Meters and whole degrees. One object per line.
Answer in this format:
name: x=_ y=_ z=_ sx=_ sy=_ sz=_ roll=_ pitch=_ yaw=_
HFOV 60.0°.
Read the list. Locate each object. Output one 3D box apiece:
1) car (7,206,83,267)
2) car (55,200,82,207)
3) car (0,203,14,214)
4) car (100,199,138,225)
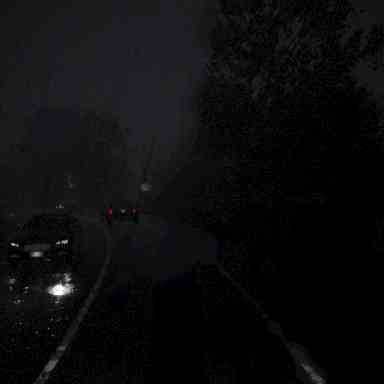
car: x=-4.954 y=1.501 z=11.746 sx=2.128 sy=1.511 sz=4.902 roll=-1 pitch=0 yaw=-14
car: x=-14.630 y=1.665 z=39.192 sx=1.882 sy=1.535 sz=5.008 roll=-4 pitch=1 yaw=-38
car: x=-27.088 y=2.342 z=47.391 sx=4.902 sy=1.511 sz=2.128 roll=-3 pitch=2 yaw=43
car: x=-5.307 y=1.299 z=23.794 sx=2.097 sy=1.767 sz=4.553 roll=-3 pitch=1 yaw=-22
